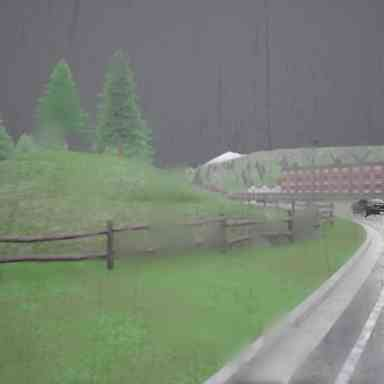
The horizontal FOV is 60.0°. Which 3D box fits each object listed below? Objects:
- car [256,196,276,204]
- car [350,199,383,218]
[{"bbox_3d":[13.392,1.348,59.554,1.994,1.385,4.181,0,0,-34],"label":"car"},{"bbox_3d":[15.120,1.360,28.381,1.837,1.490,4.892,2,1,6],"label":"car"}]
